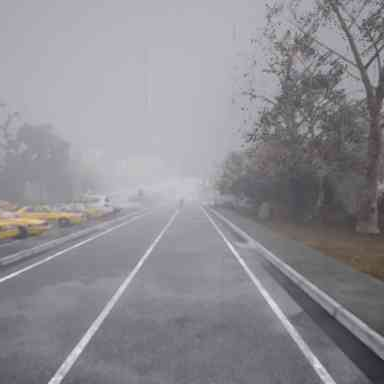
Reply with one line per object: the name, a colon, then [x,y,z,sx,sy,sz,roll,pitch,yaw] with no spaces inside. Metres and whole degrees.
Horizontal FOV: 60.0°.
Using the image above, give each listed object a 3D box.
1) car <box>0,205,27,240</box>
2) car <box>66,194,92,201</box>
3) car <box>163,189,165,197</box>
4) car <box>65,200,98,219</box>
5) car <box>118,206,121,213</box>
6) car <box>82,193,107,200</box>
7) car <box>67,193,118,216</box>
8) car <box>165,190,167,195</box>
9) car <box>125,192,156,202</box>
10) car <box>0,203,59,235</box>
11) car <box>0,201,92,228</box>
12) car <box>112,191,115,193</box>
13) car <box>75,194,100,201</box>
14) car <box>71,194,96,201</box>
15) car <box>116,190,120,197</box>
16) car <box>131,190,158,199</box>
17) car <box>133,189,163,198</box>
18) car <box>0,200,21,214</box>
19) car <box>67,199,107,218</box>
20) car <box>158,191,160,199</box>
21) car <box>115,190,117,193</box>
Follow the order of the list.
car: [-10.396,1.508,14.336,5.366,1.575,1.946,0,0,0]
car: [-23.406,1.202,68.993,4.674,1.452,2.002,0,0,0]
car: [-10.222,0.865,88.646,4.553,1.767,2.185,0,1,0]
car: [-10.187,1.599,25.436,4.892,1.521,2.231,0,0,0]
car: [-10.163,1.669,33.765,5.008,1.535,2.097,0,0,0]
car: [-23.548,1.120,80.279,5.366,1.575,1.946,0,0,0]
car: [-10.194,1.394,30.991,5.566,2.045,2.435,0,0,0]
car: [-10.262,0.883,94.223,4.792,1.488,2.163,0,2,0]
car: [-10.303,1.192,66.356,4.792,1.488,2.163,0,0,0]
car: [-10.018,1.525,16.987,5.366,1.575,1.946,0,0,0]
car: [-10.002,1.571,22.660,5.366,1.575,1.946,0,-1,0]
car: [-23.338,1.045,85.724,5.008,1.535,2.097,0,1,0]
car: [-23.411,1.190,74.691,4.792,1.488,2.163,0,0,0]
car: [-23.396,1.204,71.778,4.674,1.452,2.002,0,0,0]
car: [-23.317,0.925,91.431,4.892,1.521,2.231,0,1,0]
car: [-10.344,1.042,71.926,4.553,1.767,2.185,0,0,0]
car: [-10.321,0.898,77.498,5.566,2.045,2.435,0,0,0]
car: [-23.217,1.712,39.224,5.008,1.535,2.097,0,0,0]
car: [-10.358,1.619,28.213,5.366,1.575,1.946,0,0,0]
car: [-10.297,1.163,74.706,5.008,1.535,2.097,0,0,0]
car: [-23.328,0.991,88.514,5.008,1.535,2.097,0,1,0]
